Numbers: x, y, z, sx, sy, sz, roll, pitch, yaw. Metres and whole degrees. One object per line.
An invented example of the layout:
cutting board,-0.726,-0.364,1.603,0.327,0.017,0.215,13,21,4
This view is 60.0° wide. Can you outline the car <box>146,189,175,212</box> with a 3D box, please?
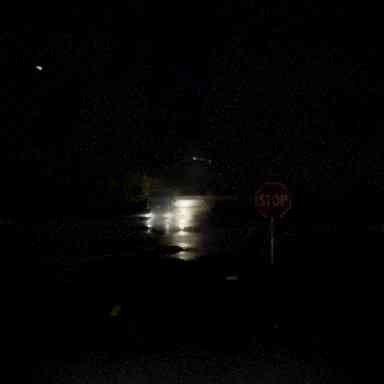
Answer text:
car,-2.791,0.789,30.869,2.150,2.045,5.566,0,3,2
